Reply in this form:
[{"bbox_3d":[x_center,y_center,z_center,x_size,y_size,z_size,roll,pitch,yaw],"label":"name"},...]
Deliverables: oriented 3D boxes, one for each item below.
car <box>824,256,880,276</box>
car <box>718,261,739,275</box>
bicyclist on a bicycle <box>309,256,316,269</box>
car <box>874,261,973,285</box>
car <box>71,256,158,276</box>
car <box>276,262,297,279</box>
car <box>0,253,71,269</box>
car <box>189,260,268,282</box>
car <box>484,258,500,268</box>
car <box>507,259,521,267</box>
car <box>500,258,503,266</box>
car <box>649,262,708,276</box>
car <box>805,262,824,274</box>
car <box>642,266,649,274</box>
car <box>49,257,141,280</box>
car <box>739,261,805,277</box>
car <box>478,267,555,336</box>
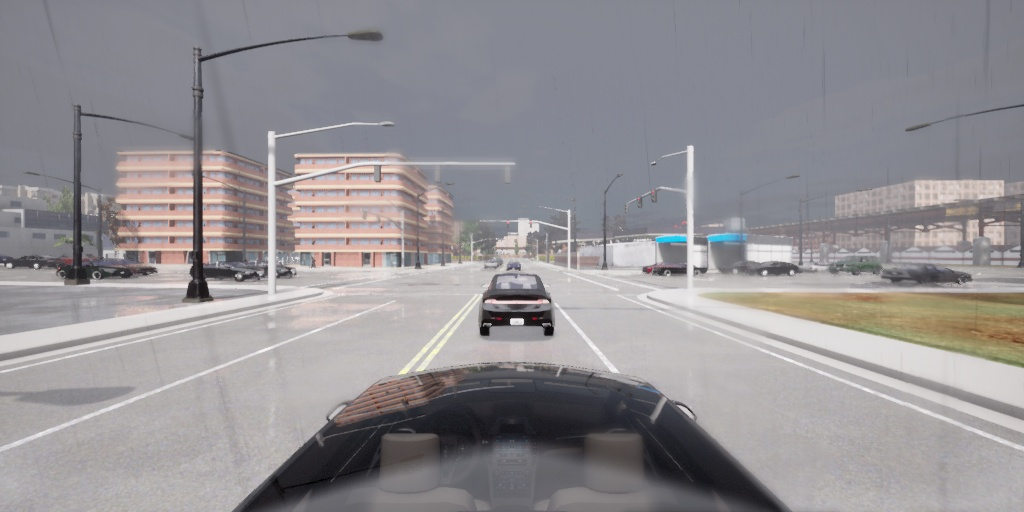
[{"bbox_3d":[36.329,0.966,37.857,5.566,2.045,2.150,0,0,-19],"label":"car"},{"bbox_3d":[25.220,1.249,39.256,4.892,1.490,1.837,0,0,-5],"label":"car"},{"bbox_3d":[-25.927,0.837,46.628,0.582,1.620,1.656,1,0,1],"label":"bicyclist on a bicycle"},{"bbox_3d":[29.179,1.294,25.305,5.357,1.411,2.033,0,0,-7],"label":"car"},{"bbox_3d":[-33.342,0.969,30.308,5.357,1.411,2.033,1,0,0],"label":"car"},{"bbox_3d":[-20.660,1.104,29.999,4.902,1.511,2.128,1,0,1],"label":"car"},{"bbox_3d":[-50.377,0.623,37.894,4.892,1.490,1.837,1,0,2],"label":"car"},{"bbox_3d":[-20.949,1.106,26.508,4.902,1.511,2.128,1,0,1],"label":"car"},{"bbox_3d":[-3.320,1.343,55.910,1.895,1.301,4.718,0,0,0],"label":"car"},{"bbox_3d":[0.290,1.345,49.898,1.895,1.301,4.718,0,0,1],"label":"car"},{"bbox_3d":[-3.239,1.232,65.165,2.128,1.511,4.902,0,0,1],"label":"car"},{"bbox_3d":[16.635,1.346,35.651,4.718,1.301,1.895,0,0,0],"label":"car"},{"bbox_3d":[34.885,1.345,41.028,4.718,1.301,1.895,0,0,-19],"label":"car"},{"bbox_3d":[16.475,1.308,39.179,4.181,1.385,1.994,0,0,1],"label":"car"},{"bbox_3d":[-31.027,1.030,26.761,4.181,1.385,1.994,1,0,1],"label":"car"},{"bbox_3d":[25.914,1.250,35.803,4.892,1.490,1.837,0,0,-5],"label":"car"},{"bbox_3d":[0.121,1.240,10.343,2.128,1.511,4.902,0,0,0],"label":"car"}]
